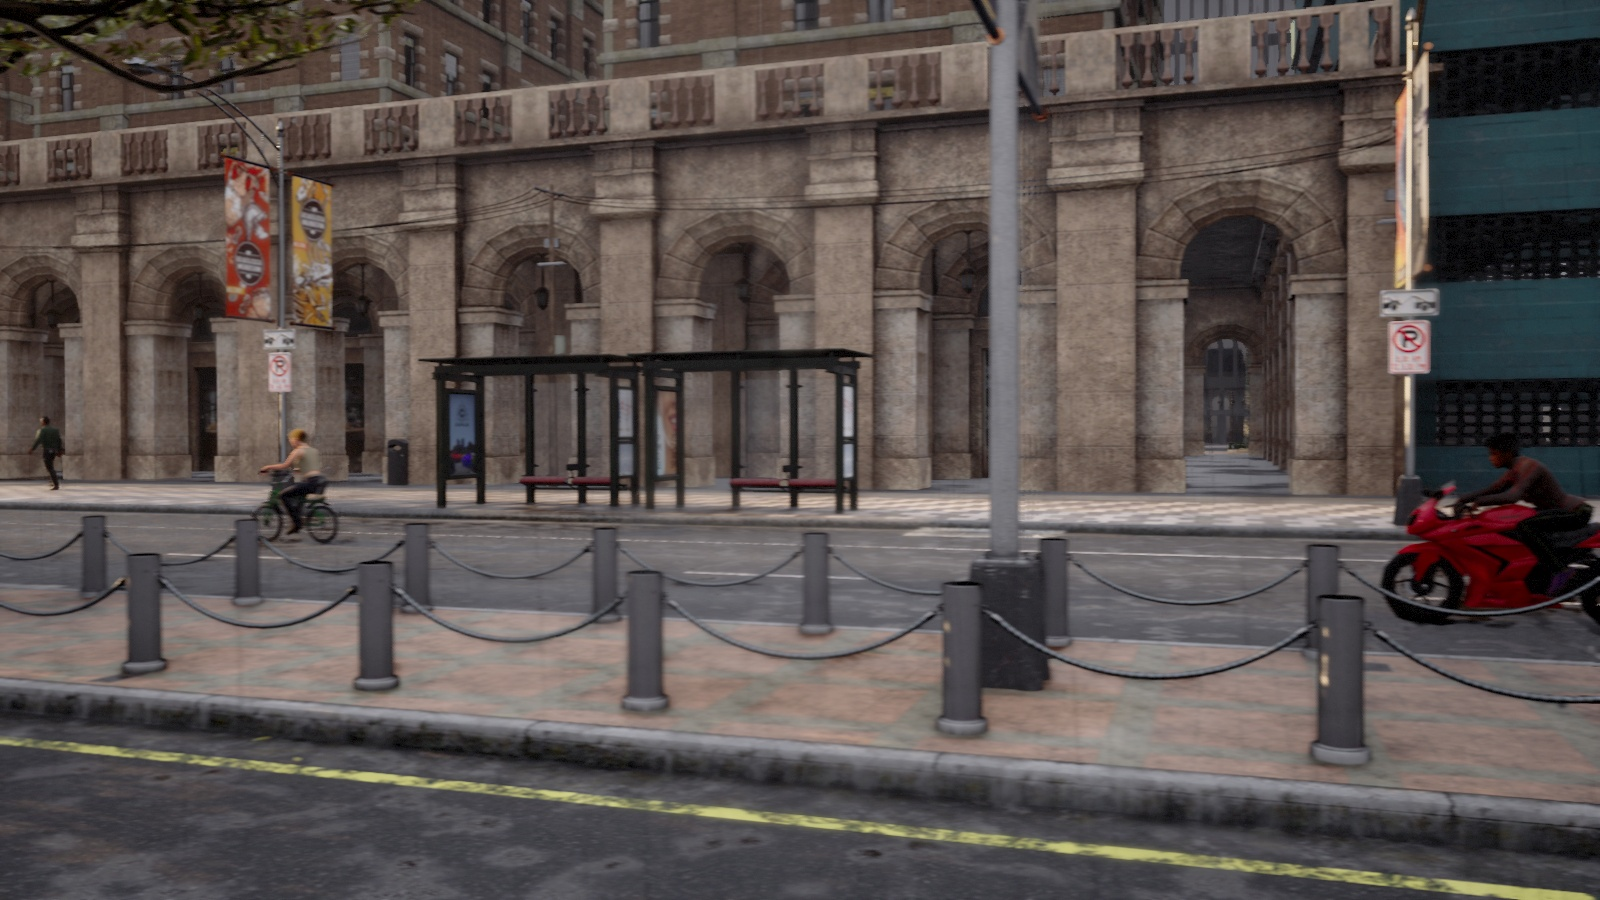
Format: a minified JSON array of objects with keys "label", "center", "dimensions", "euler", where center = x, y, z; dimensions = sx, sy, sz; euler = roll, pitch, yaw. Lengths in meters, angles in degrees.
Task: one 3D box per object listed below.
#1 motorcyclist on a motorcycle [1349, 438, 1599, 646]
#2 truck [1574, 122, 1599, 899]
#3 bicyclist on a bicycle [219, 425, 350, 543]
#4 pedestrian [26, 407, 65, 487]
[{"label":"motorcyclist on a motorcycle","center":[5.441,0.672,9.802],"dimensions":[2.044,1.523,0.797],"euler":[1,1,19]},{"label":"truck","center":[4.394,0.329,1.708],"dimensions":[5.204,2.467,2.627],"euler":[1,1,19]},{"label":"bicyclist on a bicycle","center":[-7.290,0.451,17.771],"dimensions":[1.509,1.612,0.866],"euler":[1,1,19]},{"label":"pedestrian","center":[-18.461,-0.078,30.728],"dimensions":[0.788,1.949,0.423],"euler":[1,1,19]}]
